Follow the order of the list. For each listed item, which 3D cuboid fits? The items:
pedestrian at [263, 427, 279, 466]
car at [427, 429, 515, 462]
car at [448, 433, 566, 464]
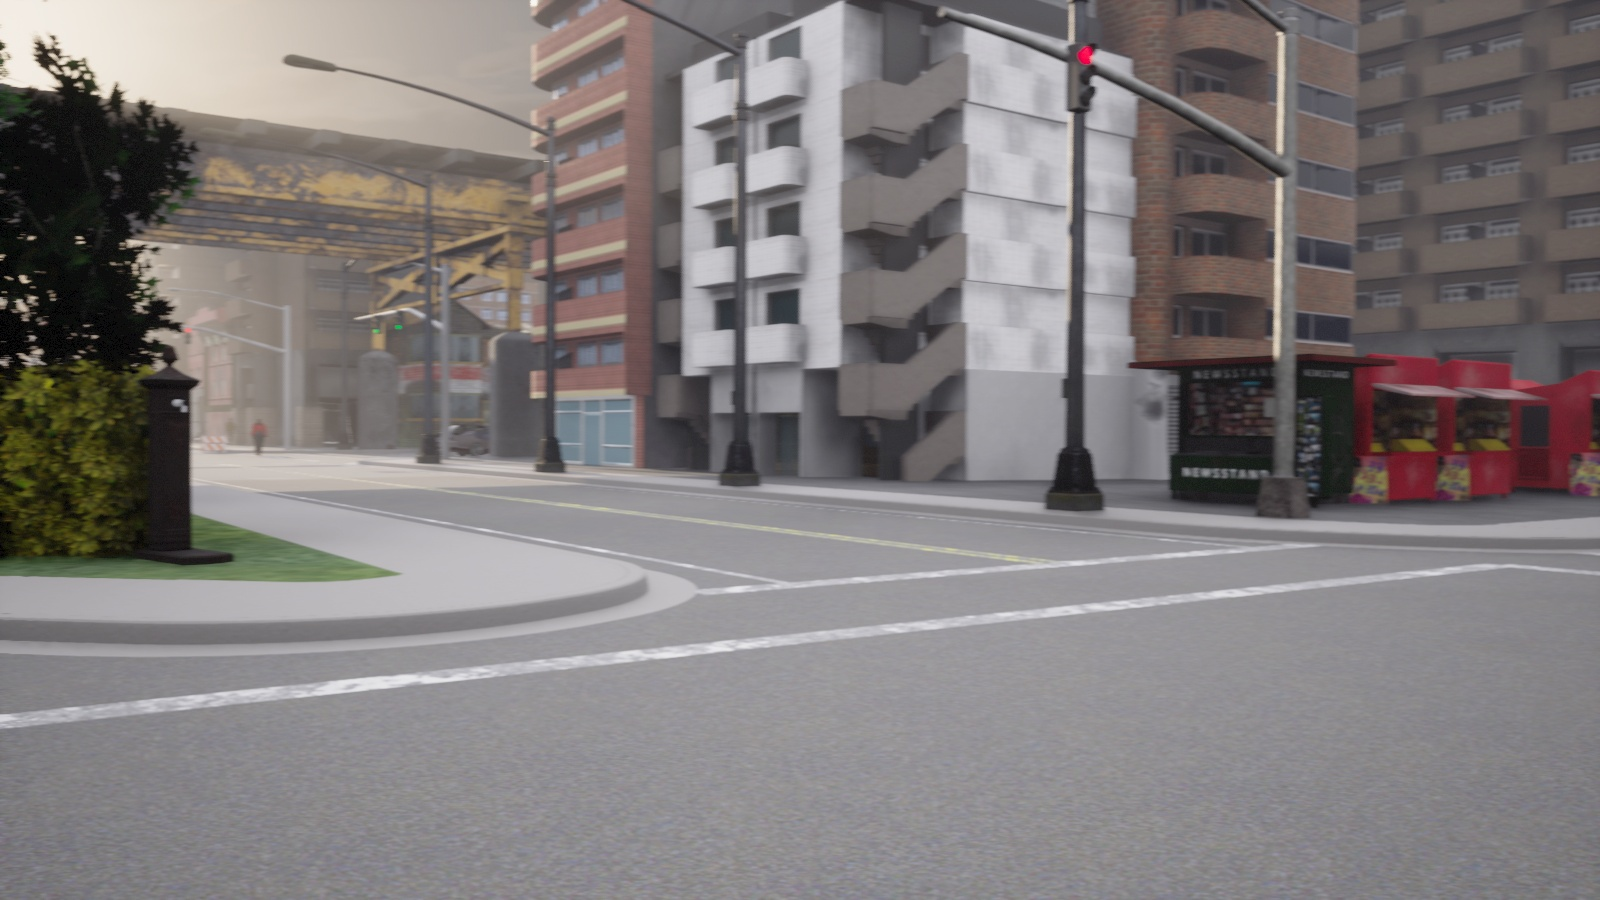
[{"bbox_3d":[-25.299,-0.175,60.055,0.634,1.844,0.899,-1,1,-27],"label":"pedestrian"},{"bbox_3d":[-17.017,-0.261,65.067,3.988,1.617,1.851,-1,1,-36],"label":"car"},{"bbox_3d":[-14.551,-0.100,62.536,5.357,1.411,2.033,-1,1,-36],"label":"car"}]
